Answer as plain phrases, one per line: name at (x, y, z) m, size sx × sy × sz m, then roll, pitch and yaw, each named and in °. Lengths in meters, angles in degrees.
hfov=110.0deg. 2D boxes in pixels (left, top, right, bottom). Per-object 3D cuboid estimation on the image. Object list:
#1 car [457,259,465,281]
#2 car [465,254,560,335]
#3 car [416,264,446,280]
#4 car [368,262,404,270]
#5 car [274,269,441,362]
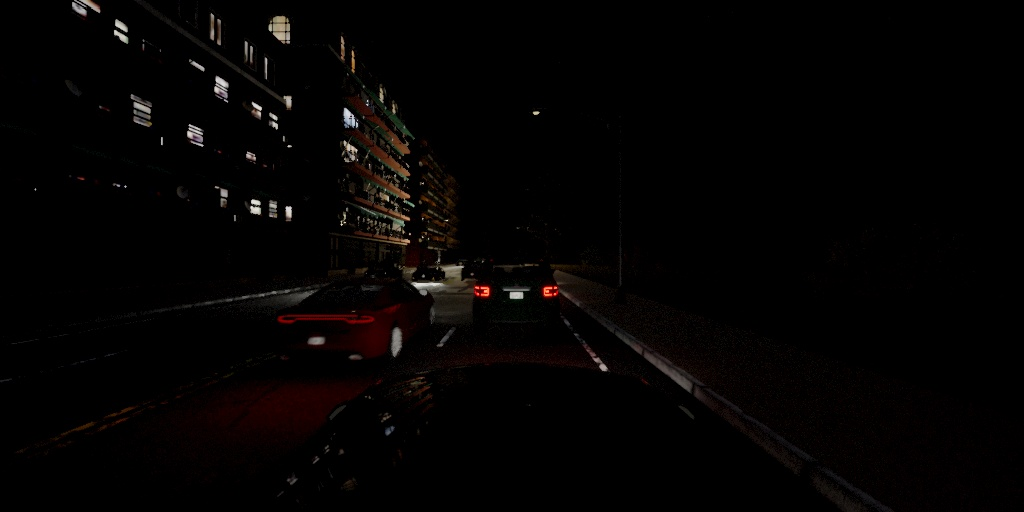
car at (-3.079, 1.229, 30.162) m, size 1.882 × 1.535 × 5.008 m, roll 0°, pitch 0°, yaw 0°
car at (0.116, 0.973, 10.693) m, size 2.150 × 2.045 × 5.566 m, roll 0°, pitch 0°, yaw 0°
car at (-6.534, 1.316, 28.430) m, size 1.994 × 1.385 × 4.181 m, roll 0°, pitch 0°, yaw 0°
car at (-9.785, 1.243, 27.698) m, size 2.128 × 1.511 × 4.902 m, roll 0°, pitch 0°, yaw 0°
car at (-3.136, 1.228, 8.239) m, size 1.882 × 1.535 × 5.008 m, roll 0°, pitch 0°, yaw 0°
